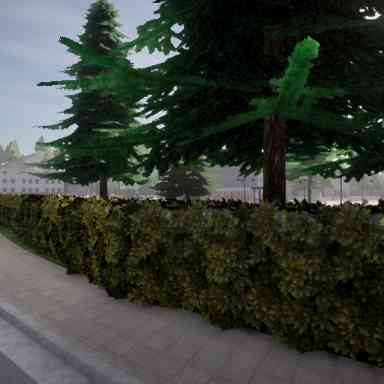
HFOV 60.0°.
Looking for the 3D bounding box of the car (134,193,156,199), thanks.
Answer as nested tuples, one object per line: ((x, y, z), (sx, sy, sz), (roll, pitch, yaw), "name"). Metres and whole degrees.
((-7.949, 1.384, 60.636), (3.806, 1.475, 1.970), (0, 0, -36), "car")

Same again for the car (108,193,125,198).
((-20.412, 1.154, 90.228), (5.027, 1.636, 2.152), (0, 0, -36), "car")

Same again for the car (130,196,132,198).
((-12.946, 1.077, 79.837), (3.866, 1.878, 1.905), (0, 0, -36), "car")

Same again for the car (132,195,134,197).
((-10.916, 1.097, 77.718), (4.605, 1.855, 1.932), (0, 0, -36), "car")

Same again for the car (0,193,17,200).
((-44.668, 1.077, 80.711), (3.866, 1.878, 1.905), (0, 0, -36), "car")

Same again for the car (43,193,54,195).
((-29.670, 1.298, 72.102), (4.514, 1.523, 2.007), (0, 0, -36), "car")

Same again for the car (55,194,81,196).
((-23.873, 1.320, 63.962), (3.633, 1.501, 1.845), (0, 0, -36), "car")

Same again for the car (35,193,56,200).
((-36.361, 1.097, 82.633), (4.605, 1.855, 1.932), (0, 0, -36), "car")
